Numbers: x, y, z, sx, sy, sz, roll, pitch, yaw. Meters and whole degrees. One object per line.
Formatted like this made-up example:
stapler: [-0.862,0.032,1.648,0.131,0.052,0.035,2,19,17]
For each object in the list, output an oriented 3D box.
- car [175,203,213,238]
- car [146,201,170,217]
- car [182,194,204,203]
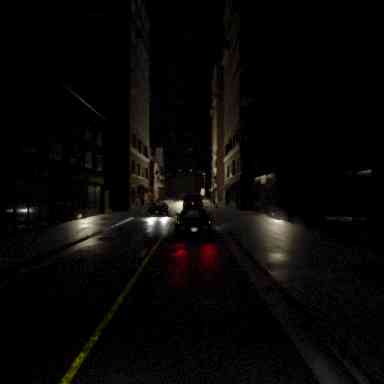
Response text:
car: [0.095,1.534,17.575,1.812,1.442,4.674,0,0,0]
car: [-3.107,1.590,31.405,1.994,1.385,4.181,0,0,0]
car: [0.088,1.254,36.494,2.150,2.045,5.566,0,0,0]
